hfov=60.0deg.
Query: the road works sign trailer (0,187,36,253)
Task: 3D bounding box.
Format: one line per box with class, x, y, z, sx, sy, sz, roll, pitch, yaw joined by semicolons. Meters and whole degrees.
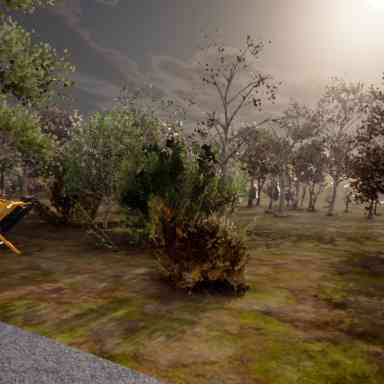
road works sign trailer;-7.411;1.194;13.062;2.880;2.380;3.560;46;-7;-7
